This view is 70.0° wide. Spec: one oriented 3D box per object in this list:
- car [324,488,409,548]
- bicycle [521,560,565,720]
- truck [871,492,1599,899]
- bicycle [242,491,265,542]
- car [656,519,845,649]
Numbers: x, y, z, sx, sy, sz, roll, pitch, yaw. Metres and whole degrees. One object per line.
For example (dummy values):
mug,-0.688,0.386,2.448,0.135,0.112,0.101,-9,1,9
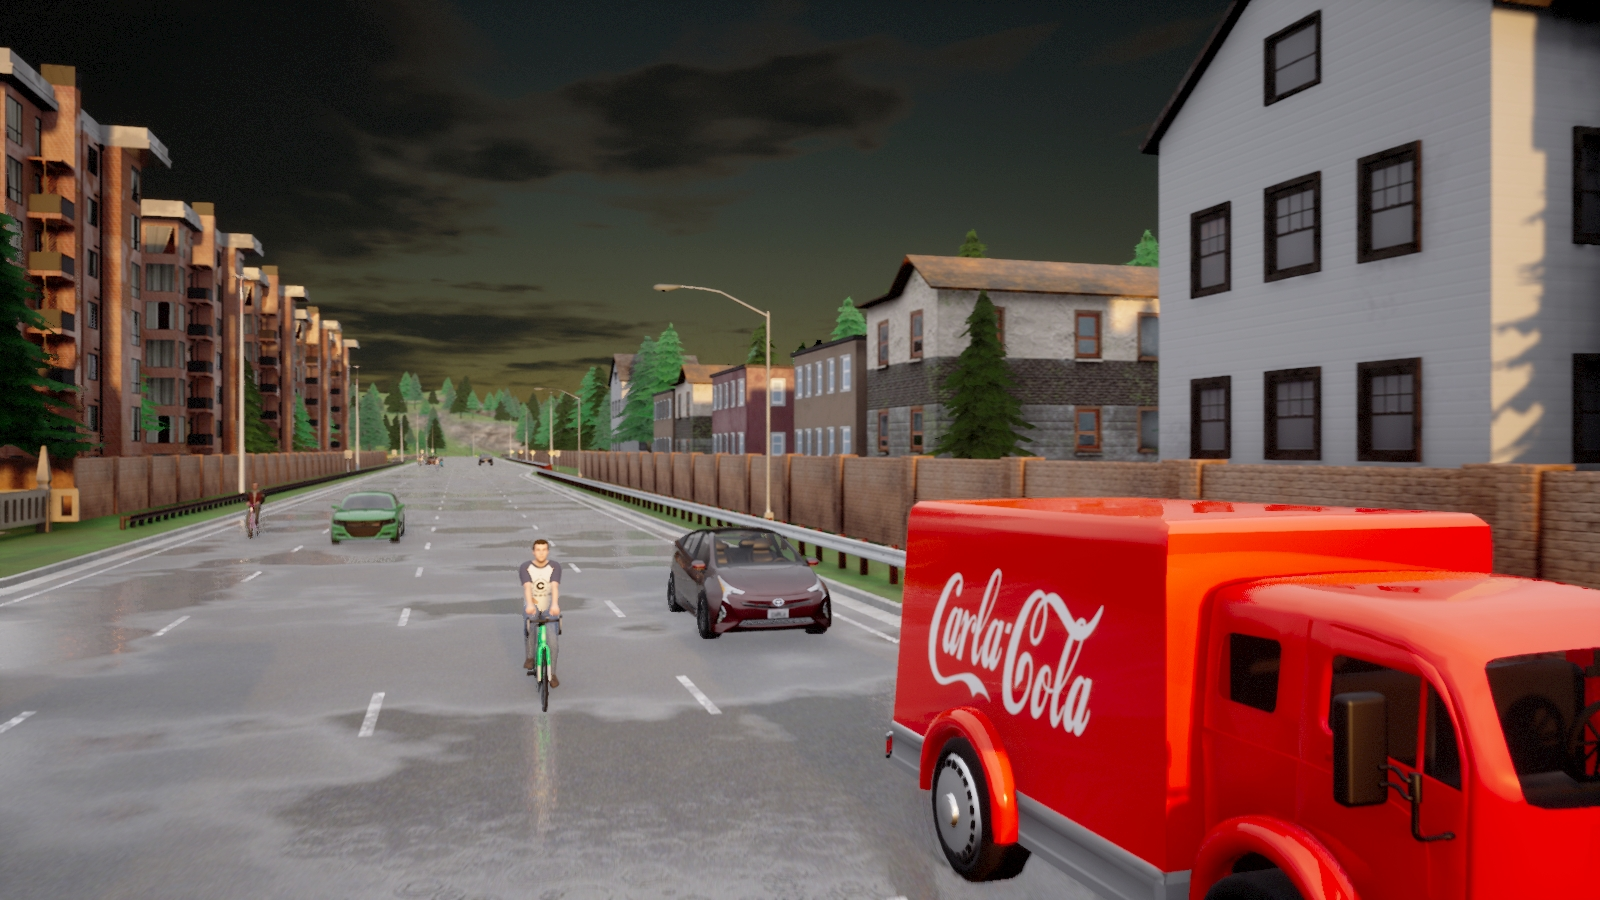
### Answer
car,-13.211,2.021,35.096,2.097,1.535,5.006,0,0,-17
bicycle,-2.866,2.050,12.673,0.373,1.496,1.643,0,0,-16
truck,2.557,1.569,6.666,2.627,2.467,5.204,0,0,-17
bicycle,-16.997,2.047,35.562,0.329,1.471,1.835,0,0,-16
car,-0.953,2.031,18.474,2.007,1.525,4.514,0,0,-17
